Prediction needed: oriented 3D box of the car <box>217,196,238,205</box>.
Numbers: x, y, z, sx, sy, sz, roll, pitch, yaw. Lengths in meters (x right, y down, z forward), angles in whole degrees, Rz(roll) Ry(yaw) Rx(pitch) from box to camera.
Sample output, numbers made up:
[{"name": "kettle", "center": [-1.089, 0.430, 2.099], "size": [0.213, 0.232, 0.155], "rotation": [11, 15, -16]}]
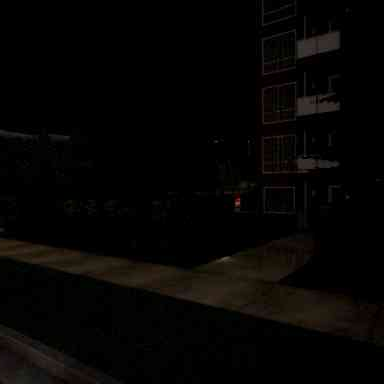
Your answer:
[{"name": "car", "center": [6.473, 1.526, 60.134], "size": [1.812, 1.442, 4.674], "rotation": [0, 0, 36]}]

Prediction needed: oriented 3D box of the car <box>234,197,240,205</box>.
[{"name": "car", "center": [9.307, 1.478, 58.079], "size": [1.882, 1.535, 5.008], "rotation": [0, 0, 36]}]
